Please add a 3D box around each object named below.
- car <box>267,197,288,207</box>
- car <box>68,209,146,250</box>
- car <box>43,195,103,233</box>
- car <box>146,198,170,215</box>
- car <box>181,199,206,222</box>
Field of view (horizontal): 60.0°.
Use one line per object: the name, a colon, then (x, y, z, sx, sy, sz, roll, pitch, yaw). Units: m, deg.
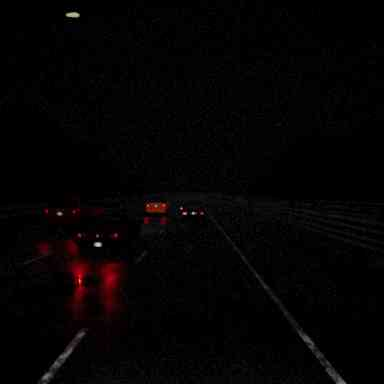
car: (11.271, 1.512, 45.061, 2.033, 1.649, 4.856, 0, 0, -13)
car: (-3.394, 1.595, 14.247, 1.895, 1.301, 4.718, 0, 0, 0)
car: (-6.905, 1.222, 19.998, 2.150, 2.045, 5.566, 0, 0, 0)
car: (-3.409, 1.353, 33.623, 2.097, 1.767, 4.553, 0, 0, 0)
car: (0.094, 1.548, 25.970, 2.033, 1.411, 5.357, 0, 0, 0)
